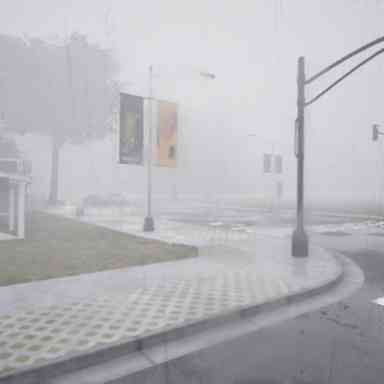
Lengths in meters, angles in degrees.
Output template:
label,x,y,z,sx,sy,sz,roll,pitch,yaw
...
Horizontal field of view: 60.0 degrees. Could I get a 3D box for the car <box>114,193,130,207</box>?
label,x,y,z,sx,sy,sz,roll,pitch,yaw
car,-9.589,0.922,42.213,2.097,1.767,4.553,1,0,-35

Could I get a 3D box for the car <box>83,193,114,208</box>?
label,x,y,z,sx,sy,sz,roll,pitch,yaw
car,-11.247,1.017,38.906,1.882,1.535,5.008,1,0,-35
